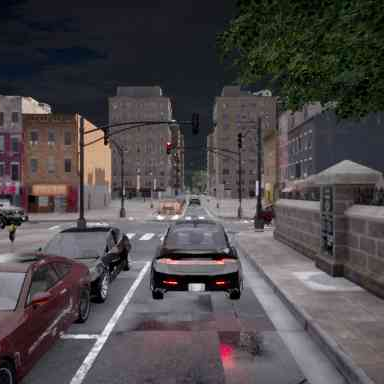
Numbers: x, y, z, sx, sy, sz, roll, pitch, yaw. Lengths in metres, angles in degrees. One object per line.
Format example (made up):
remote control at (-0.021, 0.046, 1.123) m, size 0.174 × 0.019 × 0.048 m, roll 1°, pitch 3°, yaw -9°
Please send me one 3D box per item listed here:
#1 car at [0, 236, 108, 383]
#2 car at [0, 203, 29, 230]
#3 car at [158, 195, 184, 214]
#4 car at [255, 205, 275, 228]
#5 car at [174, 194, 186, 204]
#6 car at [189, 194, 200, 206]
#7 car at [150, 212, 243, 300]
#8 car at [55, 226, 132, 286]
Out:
car at (-2.632, 1.582, 4.538) m, size 1.802 × 1.307 × 4.206 m, roll 0°, pitch 0°, yaw 0°
car at (-13.455, 1.352, 21.118) m, size 5.566 × 2.045 × 2.150 m, roll -1°, pitch 0°, yaw 0°
car at (-2.287, 1.346, 34.776) m, size 2.097 × 1.767 × 4.553 m, roll 0°, pitch 0°, yaw 1°
car at (6.569, 1.414, 21.162) m, size 5.008 × 1.535 × 1.882 m, roll 0°, pitch 0°, yaw 0°
car at (-2.212, 1.340, 63.825) m, size 2.097 × 1.767 × 4.553 m, roll 0°, pitch 0°, yaw 0°
car at (0.444, 1.495, 55.495) m, size 1.837 × 1.490 × 4.892 m, roll 0°, pitch 0°, yaw 0°
car at (0.093, 1.492, 8.379) m, size 2.128 × 1.511 × 4.902 m, roll 0°, pitch 0°, yaw 0°
car at (-2.629, 1.566, 8.200) m, size 1.947 × 1.339 × 4.313 m, roll 0°, pitch 0°, yaw 0°
